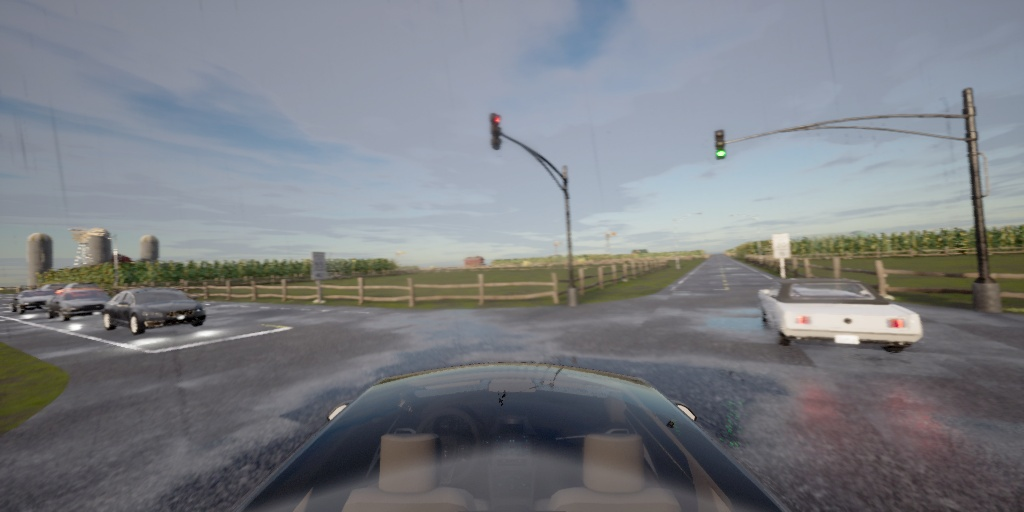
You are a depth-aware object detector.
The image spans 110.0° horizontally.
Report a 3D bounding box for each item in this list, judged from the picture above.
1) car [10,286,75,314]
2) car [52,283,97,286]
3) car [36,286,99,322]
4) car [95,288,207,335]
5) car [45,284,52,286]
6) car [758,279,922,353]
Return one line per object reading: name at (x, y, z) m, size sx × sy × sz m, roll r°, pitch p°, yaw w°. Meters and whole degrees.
car at (-31.306, 2.930, 23.658) m, size 5.357 × 1.411 × 2.033 m, roll -3°, pitch -1°, yaw 30°
car at (-38.334, 3.171, 31.798) m, size 4.553 × 1.767 × 2.097 m, roll -3°, pitch -1°, yaw 30°
car at (-22.163, 2.464, 18.469) m, size 5.357 × 1.411 × 2.033 m, roll -3°, pitch -1°, yaw 30°
car at (-13.572, 1.986, 13.593) m, size 4.892 × 1.490 × 1.837 m, roll -3°, pitch -1°, yaw 29°
car at (-45.685, 3.549, 35.936) m, size 4.553 × 1.767 × 2.097 m, roll -3°, pitch -1°, yaw 30°
car at (6.950, 1.161, 8.224) m, size 1.895 × 1.301 × 4.718 m, roll -3°, pitch -1°, yaw 29°
